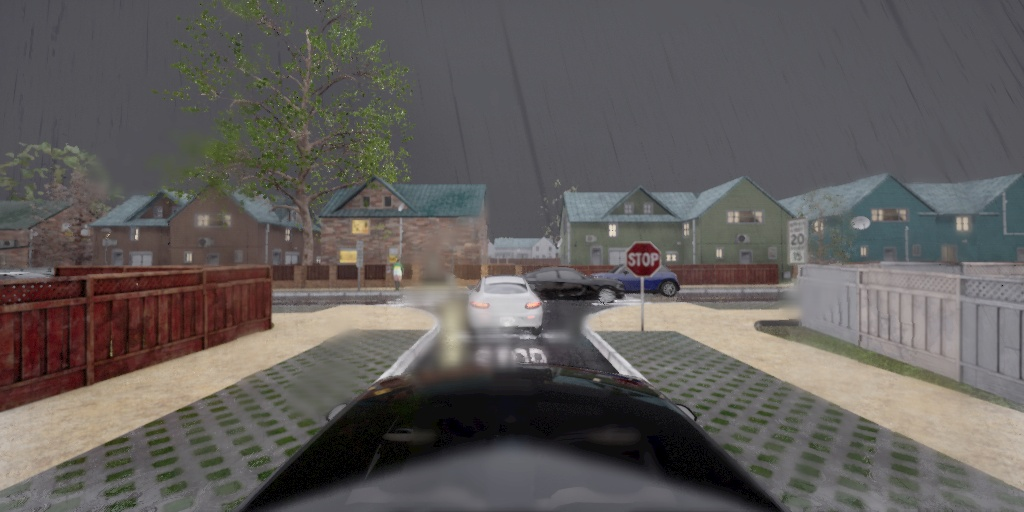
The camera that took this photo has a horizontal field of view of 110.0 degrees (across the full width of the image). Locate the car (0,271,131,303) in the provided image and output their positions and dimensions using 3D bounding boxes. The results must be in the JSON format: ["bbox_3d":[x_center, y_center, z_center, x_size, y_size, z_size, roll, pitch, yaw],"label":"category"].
[{"bbox_3d":[-22.964,1.557,18.416,4.892,1.490,1.837,-1,-1,1],"label":"car"}]

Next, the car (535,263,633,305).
[{"bbox_3d":[2.156,1.218,15.136,5.008,1.535,1.882,-1,-1,1],"label":"car"}]

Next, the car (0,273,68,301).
[{"bbox_3d":[-20.908,1.463,15.441,4.892,1.490,1.837,-1,-1,1],"label":"car"}]

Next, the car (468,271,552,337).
[{"bbox_3d":[-0.258,1.265,10.235,1.812,1.442,4.674,0,0,-4],"label":"car"}]

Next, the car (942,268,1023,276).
[{"bbox_3d":[21.047,1.068,14.902,4.892,1.490,1.837,0,-1,1],"label":"car"}]

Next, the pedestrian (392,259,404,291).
[{"bbox_3d":[-6.716,1.090,21.126,0.375,1.860,0.375,0,-1,1],"label":"pedestrian"}]

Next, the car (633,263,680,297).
[{"bbox_3d":[5.855,1.115,18.051,4.553,1.767,2.097,0,-1,1],"label":"car"}]
